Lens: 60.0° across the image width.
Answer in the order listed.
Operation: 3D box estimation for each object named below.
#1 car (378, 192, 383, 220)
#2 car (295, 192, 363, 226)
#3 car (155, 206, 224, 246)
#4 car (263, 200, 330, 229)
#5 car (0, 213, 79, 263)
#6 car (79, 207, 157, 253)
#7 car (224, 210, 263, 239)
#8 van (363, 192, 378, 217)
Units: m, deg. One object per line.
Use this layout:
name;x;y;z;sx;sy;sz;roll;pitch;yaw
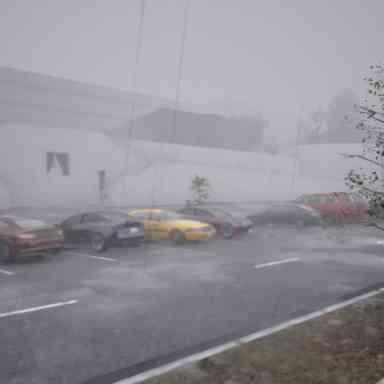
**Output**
car;12.991;1.039;25.832;5.566;2.045;2.435;-1;-1;35
car;8.078;1.112;22.395;5.566;2.045;2.435;-1;0;35
car;-1.459;1.460;15.355;5.366;1.575;1.946;-1;-1;35
car;5.680;1.434;20.646;4.674;1.452;2.002;-1;0;35
car;-6.477;1.530;11.986;4.674;1.452;2.002;-1;0;35
car;-4.074;1.513;13.736;4.792;1.488;2.163;-1;0;35
car;0.842;1.476;17.171;4.792;1.488;2.163;-1;-1;35
van;10.635;1.100;24.051;4.442;1.987;1.878;-1;-1;35
